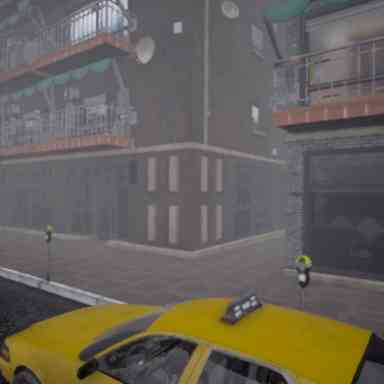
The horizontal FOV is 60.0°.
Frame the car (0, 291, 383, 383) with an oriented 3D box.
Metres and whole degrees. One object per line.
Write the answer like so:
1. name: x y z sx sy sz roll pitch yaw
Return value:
1. car: 0.167 1.511 2.759 4.829 1.417 1.752 1 0 35
